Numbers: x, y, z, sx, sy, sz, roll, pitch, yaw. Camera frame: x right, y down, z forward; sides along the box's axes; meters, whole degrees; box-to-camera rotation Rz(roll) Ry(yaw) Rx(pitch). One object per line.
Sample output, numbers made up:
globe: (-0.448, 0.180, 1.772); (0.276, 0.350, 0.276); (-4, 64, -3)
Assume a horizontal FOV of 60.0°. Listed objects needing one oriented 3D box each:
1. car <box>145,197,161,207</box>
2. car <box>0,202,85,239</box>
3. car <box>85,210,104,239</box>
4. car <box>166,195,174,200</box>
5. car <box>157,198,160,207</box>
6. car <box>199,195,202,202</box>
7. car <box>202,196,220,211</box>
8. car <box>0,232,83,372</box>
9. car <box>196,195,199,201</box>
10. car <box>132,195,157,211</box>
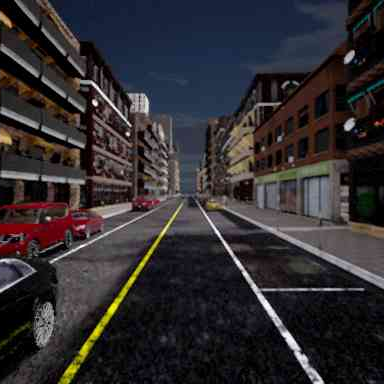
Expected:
car: (-5.960, 1.541, 51.110); (1.887, 1.381, 4.507); (0, 0, 0)
car: (-5.746, 1.326, 11.656); (2.192, 1.841, 5.009); (0, 0, 0)
car: (-5.777, 1.592, 17.293); (1.802, 1.307, 4.206); (0, 0, 0)
car: (-6.174, 1.526, 90.562); (2.008, 1.369, 4.403); (0, 0, 0)
car: (-5.930, 1.439, 45.473); (1.967, 1.590, 4.097); (0, 0, 0)
car: (2.420, 1.520, 51.151); (1.887, 1.381, 4.507); (0, 0, 0)
car: (2.480, 1.506, 40.049); (1.752, 1.417, 4.829); (0, 0, 0)
car: (-3.012, 1.498, 3.383); (2.128, 1.511, 4.902); (0, 0, 0)
car: (2.298, 1.515, 73.695); (2.008, 1.369, 4.403); (0, 0, 0)
car: (-5.898, 1.316, 39.837); (2.192, 1.841, 5.009); (0, 0, 0)
